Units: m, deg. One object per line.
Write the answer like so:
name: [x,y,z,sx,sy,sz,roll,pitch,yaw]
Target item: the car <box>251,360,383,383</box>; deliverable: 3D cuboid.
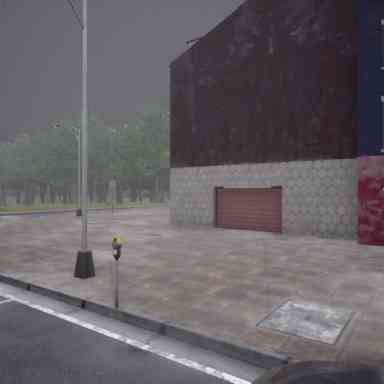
car: [2.105,1.551,1.305,4.403,1.369,2.008,0,0,36]
